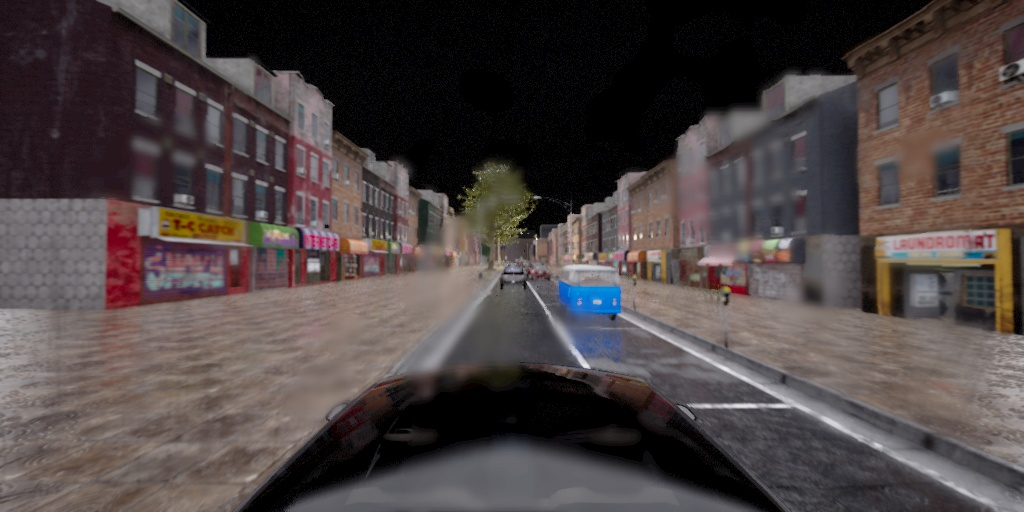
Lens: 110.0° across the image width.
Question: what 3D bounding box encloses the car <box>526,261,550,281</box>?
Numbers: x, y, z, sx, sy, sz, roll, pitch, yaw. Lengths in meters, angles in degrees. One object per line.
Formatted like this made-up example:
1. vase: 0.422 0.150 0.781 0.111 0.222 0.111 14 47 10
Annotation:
1. car: 2.638 1.528 35.138 1.967 1.591 4.097 0 0 0

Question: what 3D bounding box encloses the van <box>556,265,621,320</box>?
1. van: 2.638 1.219 12.970 1.690 1.789 3.998 0 0 0

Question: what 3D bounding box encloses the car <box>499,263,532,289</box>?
1. car: 0.096 1.499 25.868 2.128 1.511 4.902 0 0 0

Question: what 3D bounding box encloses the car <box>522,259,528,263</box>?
1. car: 2.638 1.448 40.679 2.192 1.841 5.009 0 0 0
